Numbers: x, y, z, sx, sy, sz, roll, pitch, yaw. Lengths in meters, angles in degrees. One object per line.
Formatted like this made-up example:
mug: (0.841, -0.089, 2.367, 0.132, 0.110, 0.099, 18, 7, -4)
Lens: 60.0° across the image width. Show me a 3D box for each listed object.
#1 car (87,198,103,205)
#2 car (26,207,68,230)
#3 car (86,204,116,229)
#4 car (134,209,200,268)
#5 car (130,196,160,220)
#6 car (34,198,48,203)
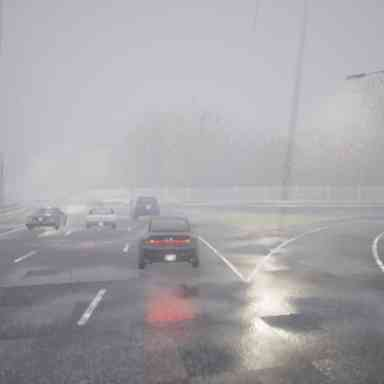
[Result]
car: (-17.231, 1.879, 58.971, 1.812, 1.442, 4.674, 0, 0, -32)
car: (-9.588, 1.694, 22.250, 2.033, 1.411, 5.357, 0, 0, -13)
car: (-6.229, 1.738, 23.104, 1.895, 1.301, 4.718, 0, 0, -13)
car: (-0.851, 1.564, 11.524, 1.837, 1.490, 4.892, 0, 0, -6)
car: (-4.194, 1.380, 29.449, 2.150, 2.045, 5.566, 0, 0, -15)
car: (-38.326, 2.156, 84.250, 4.718, 1.301, 1.895, 0, 0, 42)
